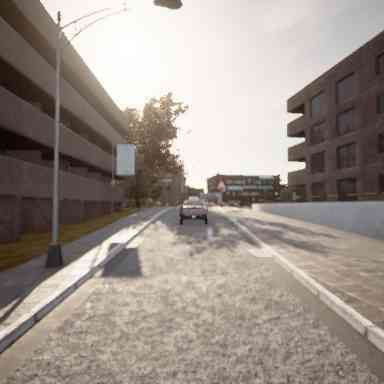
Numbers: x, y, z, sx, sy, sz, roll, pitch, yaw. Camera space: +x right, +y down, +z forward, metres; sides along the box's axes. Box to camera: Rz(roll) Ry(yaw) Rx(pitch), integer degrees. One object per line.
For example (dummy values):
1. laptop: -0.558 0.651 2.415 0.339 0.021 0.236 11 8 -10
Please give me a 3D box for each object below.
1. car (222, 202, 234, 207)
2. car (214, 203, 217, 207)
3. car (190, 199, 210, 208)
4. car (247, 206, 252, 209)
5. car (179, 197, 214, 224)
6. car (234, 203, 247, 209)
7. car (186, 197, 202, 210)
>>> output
1. car: 7.891 3.585 86.829 2.185 1.767 4.553 7 -5 -30
2. car: 4.918 3.328 86.335 2.185 1.767 4.553 5 -4 -31
3. car: 2.038 3.027 85.752 2.435 2.045 5.566 2 -4 -30
4. car: 13.723 4.308 88.073 1.946 1.575 5.366 7 -5 -30
5. car: 0.117 1.285 22.888 2.128 1.511 4.902 0 1 0
6. car: 10.889 3.760 87.383 2.435 2.045 5.566 8 -5 -30
7. car: 0.221 1.314 40.006 1.812 1.442 4.674 0 -1 1
